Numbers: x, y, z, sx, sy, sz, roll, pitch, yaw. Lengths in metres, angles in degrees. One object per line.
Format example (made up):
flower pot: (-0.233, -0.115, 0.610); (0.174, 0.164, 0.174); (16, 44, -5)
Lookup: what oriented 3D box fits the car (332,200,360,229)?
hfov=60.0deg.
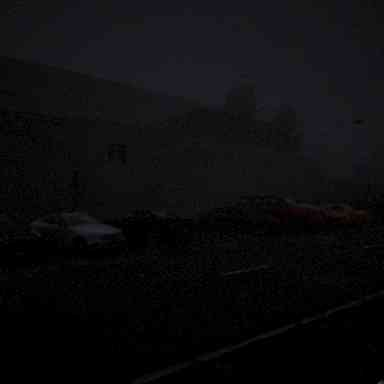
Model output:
car: (7.699, 1.471, 21.815); (5.366, 1.575, 1.946); (-1, -1, 35)

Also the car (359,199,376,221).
car: (9.832, 1.478, 23.761); (5.366, 1.575, 1.946); (-1, -1, 35)

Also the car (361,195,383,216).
car: (14.846, 1.236, 27.154); (5.566, 2.045, 2.435); (-1, -1, 35)

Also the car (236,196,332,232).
car: (5.125, 1.227, 20.169); (5.566, 2.045, 2.435); (-1, -1, 35)

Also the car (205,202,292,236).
car: (2.682, 1.510, 18.423); (4.792, 1.488, 2.163); (-1, -1, 35)

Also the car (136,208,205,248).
car: (-2.230, 1.491, 14.947); (5.008, 1.535, 2.097); (-1, 0, 35)

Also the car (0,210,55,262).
car: (-7.149, 1.367, 11.492); (4.553, 1.767, 2.185); (-1, -1, 35)

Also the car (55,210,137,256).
car: (-4.679, 1.533, 13.214); (4.674, 1.452, 2.002); (-1, -1, 35)
